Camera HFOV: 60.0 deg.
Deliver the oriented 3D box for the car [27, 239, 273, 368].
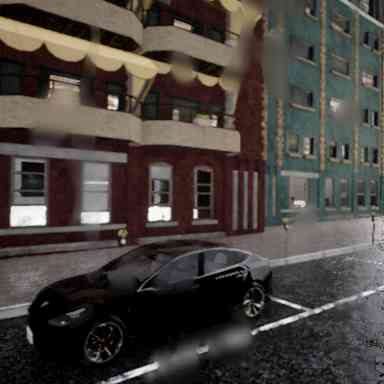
[{"bbox_3d":[-0.428,1.573,5.785,4.313,1.339,1.947,0,1,-36],"label":"car"}]
